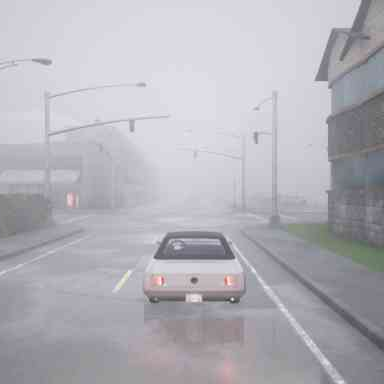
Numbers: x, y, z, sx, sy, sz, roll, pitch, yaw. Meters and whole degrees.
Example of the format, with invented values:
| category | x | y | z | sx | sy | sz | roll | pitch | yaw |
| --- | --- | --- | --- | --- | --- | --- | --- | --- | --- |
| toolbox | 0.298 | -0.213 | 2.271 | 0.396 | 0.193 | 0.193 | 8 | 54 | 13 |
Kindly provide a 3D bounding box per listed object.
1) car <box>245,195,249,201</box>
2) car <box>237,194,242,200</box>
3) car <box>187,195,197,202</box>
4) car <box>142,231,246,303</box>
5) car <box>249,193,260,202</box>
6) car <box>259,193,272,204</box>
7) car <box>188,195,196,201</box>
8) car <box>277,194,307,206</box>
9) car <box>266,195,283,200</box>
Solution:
| category | x | y | z | sx | sy | sz | roll | pitch | yaw |
| --- | --- | --- | --- | --- | --- | --- | --- | --- | --- |
| car | 13.777 | 1.111 | 70.219 | 4.605 | 1.855 | 1.932 | 0 | 0 | 0 |
| car | 13.920 | 1.386 | 88.803 | 3.633 | 1.501 | 1.845 | 0 | 0 | 0 |
| car | 0.027 | 1.348 | 71.954 | 2.097 | 1.767 | 4.553 | 0 | 0 | 0 |
| car | 0.061 | 1.601 | 8.134 | 1.895 | 1.301 | 4.718 | 0 | 0 | 1 |
| car | 14.189 | 1.090 | 67.314 | 3.866 | 1.878 | 1.905 | 0 | 0 | 0 |
| car | 14.186 | 1.167 | 54.519 | 5.027 | 1.636 | 2.152 | 0 | 0 | 0 |
| car | 0.031 | 1.527 | 82.047 | 1.994 | 1.385 | 4.181 | 0 | 0 | 0 |
| car | 14.507 | 1.246 | 48.102 | 3.806 | 1.475 | 1.970 | 0 | 0 | 0 |
| car | 21.339 | 1.397 | 85.821 | 3.806 | 1.475 | 1.970 | 0 | 0 | 0 |
